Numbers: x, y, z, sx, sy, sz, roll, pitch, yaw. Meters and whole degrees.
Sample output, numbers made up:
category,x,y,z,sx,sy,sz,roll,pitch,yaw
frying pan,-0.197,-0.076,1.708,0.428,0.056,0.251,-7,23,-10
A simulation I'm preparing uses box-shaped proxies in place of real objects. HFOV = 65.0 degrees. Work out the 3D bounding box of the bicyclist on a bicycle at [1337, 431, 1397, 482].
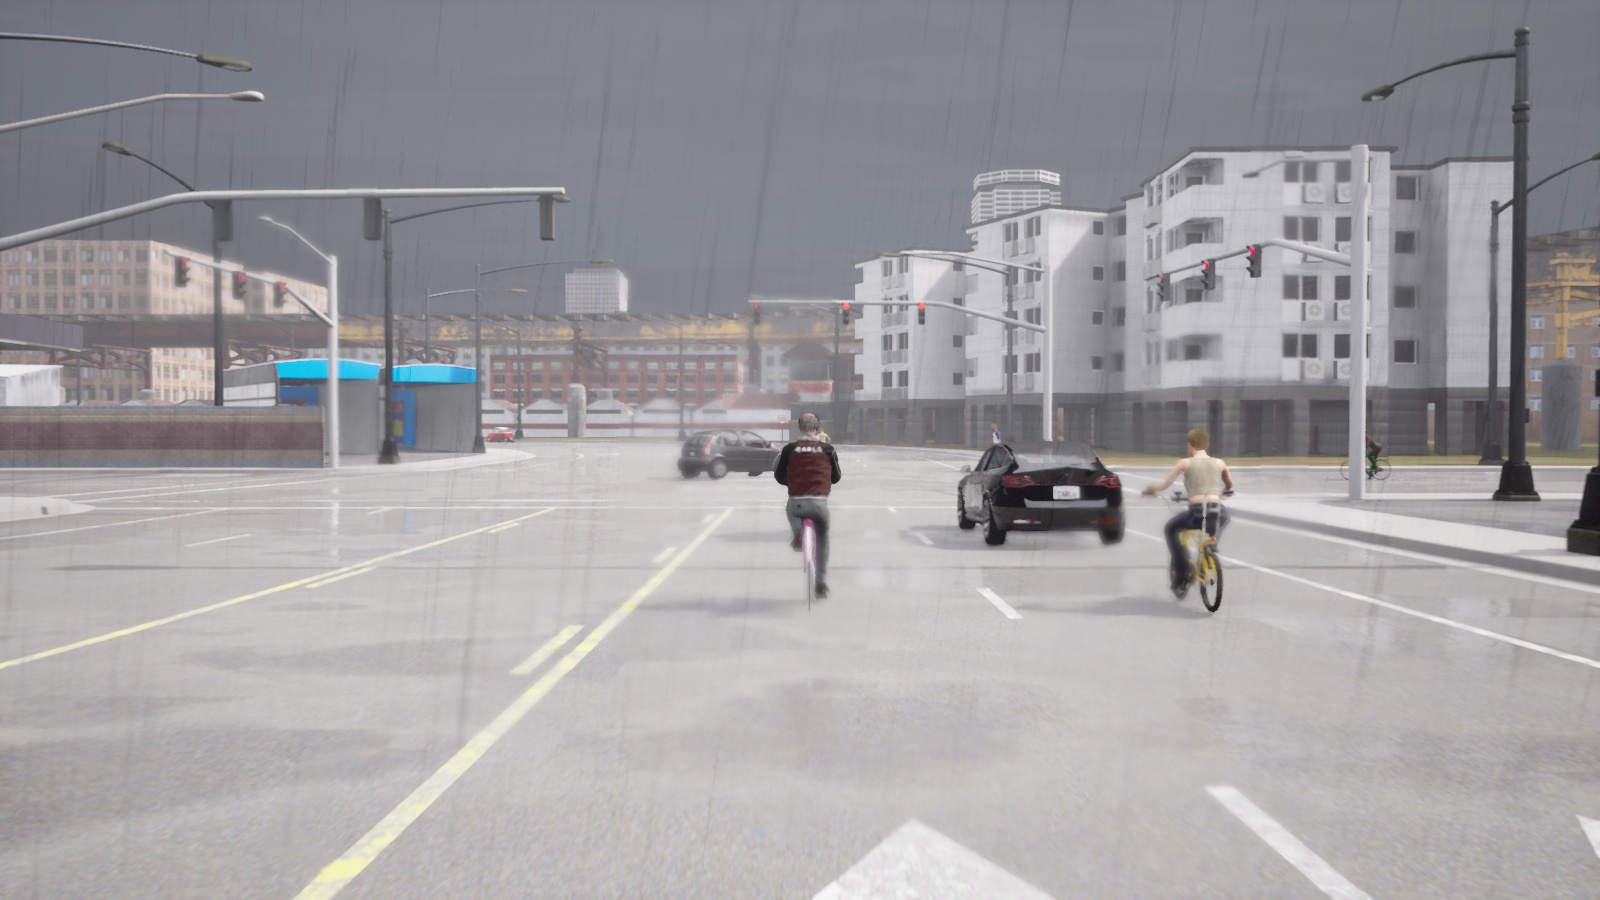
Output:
category,x,y,z,sx,sy,sz,roll,pitch,yaw
bicyclist on a bicycle,18.091,0.206,40.069,1.656,1.620,0.582,0,1,-1

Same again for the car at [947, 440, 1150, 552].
category,x,y,z,sx,sy,sz,roll,pitch,yaw
car,3.630,0.604,19.337,2.163,1.488,4.792,0,1,0

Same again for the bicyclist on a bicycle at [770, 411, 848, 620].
category,x,y,z,sx,sy,sz,roll,pitch,yaw
bicyclist on a bicycle,0.082,0.545,11.599,0.659,1.776,1.843,0,1,0

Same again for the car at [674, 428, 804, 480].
category,x,y,z,sx,sy,sz,roll,pitch,yaw
car,-1.977,0.084,41.336,3.988,1.617,1.851,-1,2,-41

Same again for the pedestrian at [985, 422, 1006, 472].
category,x,y,z,sx,sy,sz,roll,pitch,yaw
pedestrian,7.270,-0.115,46.798,0.706,1.836,0.354,0,1,-2

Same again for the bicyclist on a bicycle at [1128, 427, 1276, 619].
category,x,y,z,sx,sy,sz,roll,pitch,yaw
bicyclist on a bicycle,3.576,0.617,11.315,0.866,1.612,1.509,0,0,1
